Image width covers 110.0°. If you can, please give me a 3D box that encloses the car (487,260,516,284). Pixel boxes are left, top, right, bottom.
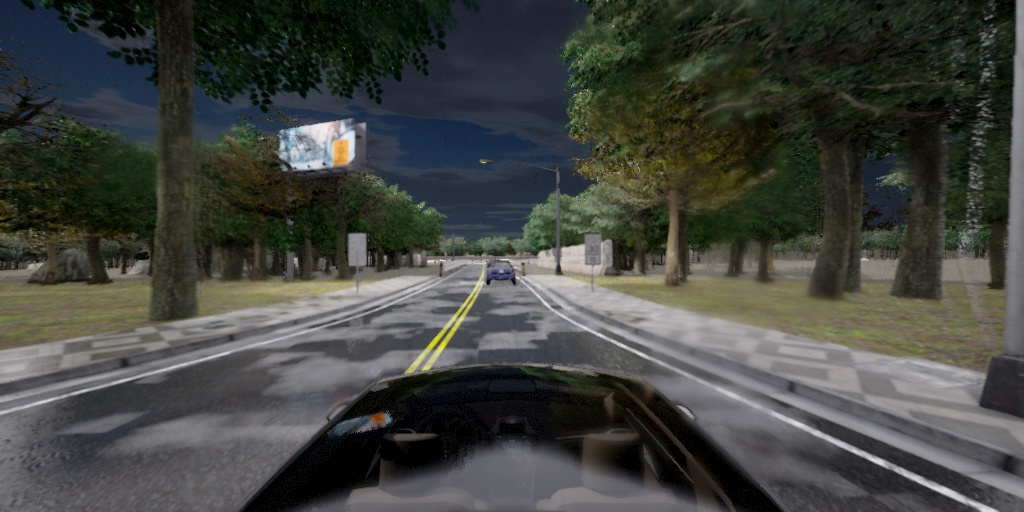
[{"bbox_3d":[-0.871,1.124,27.542,2.097,1.767,4.553,0,0,-3],"label":"car"}]

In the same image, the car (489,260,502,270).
[{"bbox_3d":[-2.580,1.309,54.674,1.837,1.490,4.892,0,0,-4],"label":"car"}]
